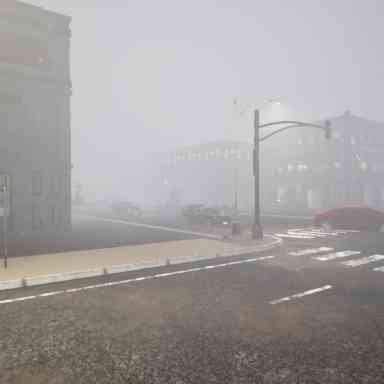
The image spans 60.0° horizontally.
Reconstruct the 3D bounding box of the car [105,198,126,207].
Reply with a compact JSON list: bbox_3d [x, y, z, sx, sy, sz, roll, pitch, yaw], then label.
[{"bbox_3d":[-9.196,1.957,43.886,2.128,1.511,4.902,-1,0,-35],"label":"car"}]

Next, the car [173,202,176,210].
[{"bbox_3d":[-0.110,1.904,41.086,1.802,1.307,4.206,-2,0,-36],"label":"car"}]

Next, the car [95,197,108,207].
[{"bbox_3d":[-16.198,1.940,63.609,2.192,1.841,5.009,-1,0,-36],"label":"car"}]

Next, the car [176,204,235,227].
[{"bbox_3d":[1.035,1.814,24.850,1.947,1.339,4.313,-2,0,-36],"label":"car"}]

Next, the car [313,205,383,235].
[{"bbox_3d":[9.473,1.520,18.825,1.882,1.535,5.008,0,-2,-45],"label":"car"}]

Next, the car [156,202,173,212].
[{"bbox_3d":[-3.326,1.966,45.590,1.802,1.307,4.206,-2,0,-36],"label":"car"}]

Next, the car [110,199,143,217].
[{"bbox_3d":[-6.933,1.846,36.214,1.967,1.590,4.097,-1,0,-36],"label":"car"}]

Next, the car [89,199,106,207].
[{"bbox_3d":[-19.408,2.228,68.114,1.887,1.381,4.507,-1,0,-36],"label":"car"}]

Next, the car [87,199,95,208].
[{"bbox_3d":[-19.223,2.159,63.414,2.128,1.511,4.902,-1,0,-36],"label":"car"}]

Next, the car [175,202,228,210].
[{"bbox_3d":[0.750,1.796,29.931,1.812,1.442,4.674,-1,0,-36],"label":"car"}]
